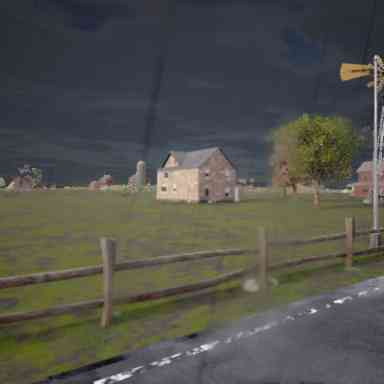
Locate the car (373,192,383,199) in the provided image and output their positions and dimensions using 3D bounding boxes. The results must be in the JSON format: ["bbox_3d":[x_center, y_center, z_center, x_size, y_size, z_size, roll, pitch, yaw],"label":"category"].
[{"bbox_3d":[45.223,0.760,78.197,2.097,1.767,4.553,1,0,-35],"label":"car"}]
